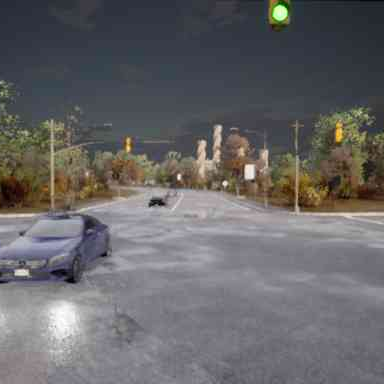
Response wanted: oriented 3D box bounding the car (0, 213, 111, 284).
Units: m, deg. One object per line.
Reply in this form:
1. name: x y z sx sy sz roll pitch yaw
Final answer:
1. car: -3.514 1.355 9.172 1.812 1.442 4.674 0 1 0

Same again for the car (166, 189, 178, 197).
1. car: -3.611 0.205 61.361 2.128 1.511 4.902 0 3 0

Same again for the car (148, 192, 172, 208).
1. car: -3.557 0.932 35.578 1.895 1.301 4.718 0 1 0
